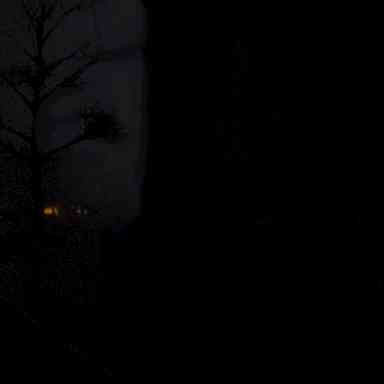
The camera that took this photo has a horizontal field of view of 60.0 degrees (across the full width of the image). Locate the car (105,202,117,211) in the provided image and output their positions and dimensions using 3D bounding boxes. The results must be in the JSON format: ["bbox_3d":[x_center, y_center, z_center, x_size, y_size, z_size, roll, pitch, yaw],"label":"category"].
[{"bbox_3d":[-14.126,2.353,54.505,1.994,1.385,4.181,1,-1,25],"label":"car"}]

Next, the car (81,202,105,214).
[{"bbox_3d":[-13.799,2.132,43.187,1.837,1.490,4.892,1,-1,16],"label":"car"}]

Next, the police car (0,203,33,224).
[{"bbox_3d":[-15.098,1.769,28.482,1.930,1.638,5.238,1,-1,-6],"label":"police car"}]

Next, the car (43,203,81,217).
[{"bbox_3d":[-14.929,1.987,37.699,1.882,1.535,5.008,1,-1,8],"label":"car"}]
